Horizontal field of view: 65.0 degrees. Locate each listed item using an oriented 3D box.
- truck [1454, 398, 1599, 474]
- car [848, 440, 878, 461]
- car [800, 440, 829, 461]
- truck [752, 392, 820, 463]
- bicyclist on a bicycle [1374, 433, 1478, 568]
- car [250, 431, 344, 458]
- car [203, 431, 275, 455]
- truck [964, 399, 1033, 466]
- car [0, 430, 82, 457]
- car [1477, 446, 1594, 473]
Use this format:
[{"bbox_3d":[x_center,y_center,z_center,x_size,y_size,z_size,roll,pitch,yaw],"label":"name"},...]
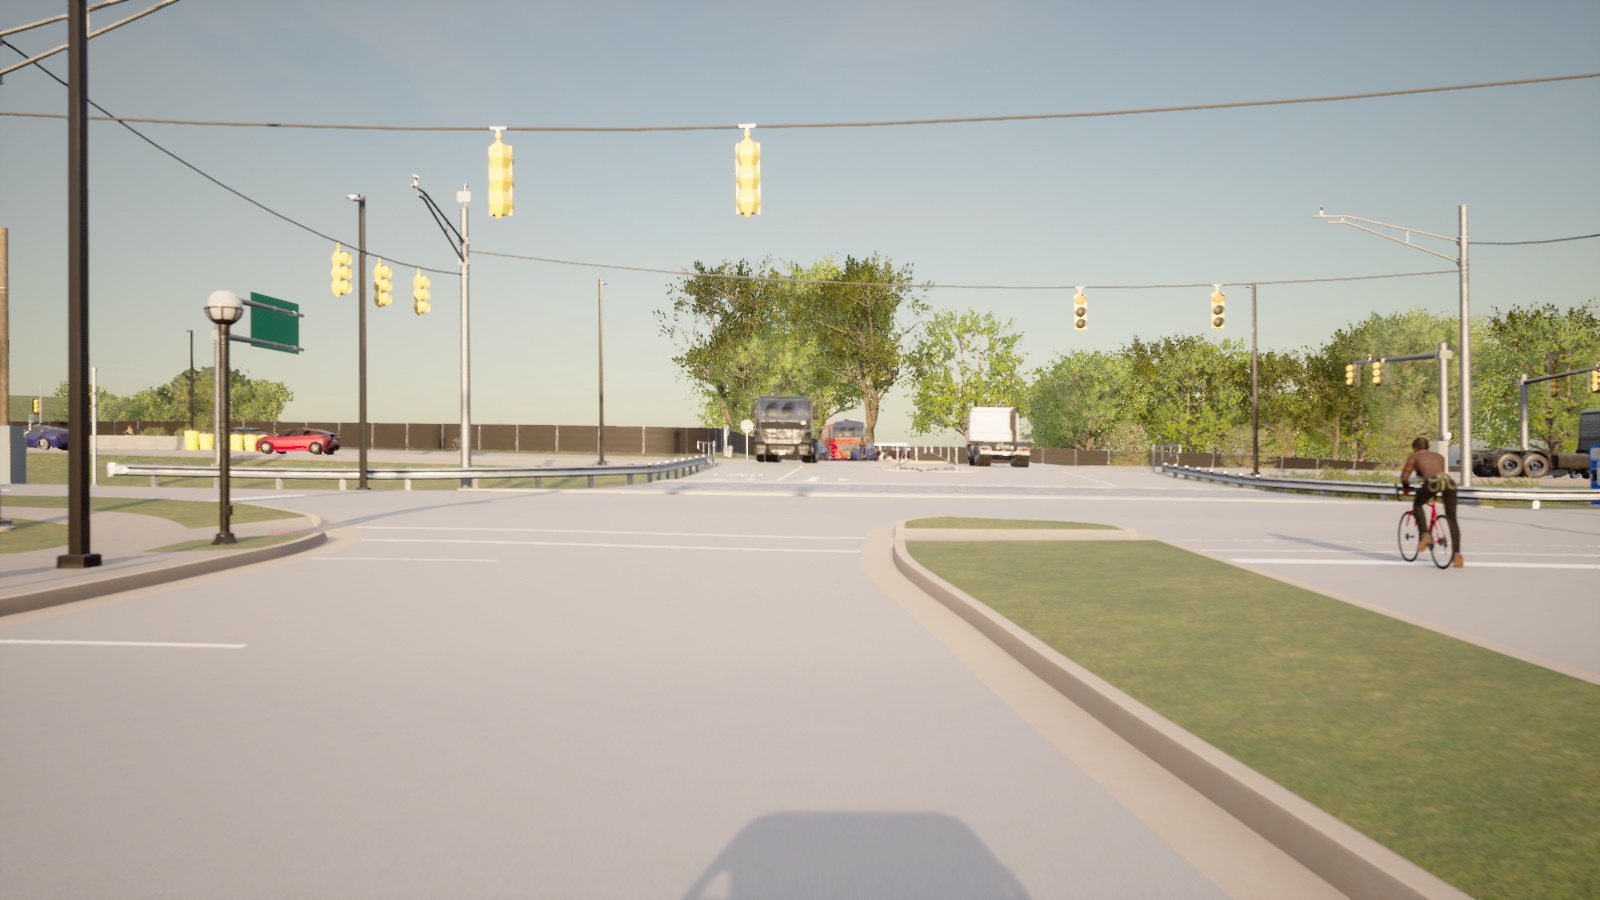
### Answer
[{"bbox_3d":[35.818,-0.643,59.608,7.936,3.462,2.891,1,0,4],"label":"truck"},{"bbox_3d":[4.749,0.071,93.419,2.163,1.488,4.792,0,-1,4],"label":"car"},{"bbox_3d":[1.063,0.055,90.642,1.812,1.442,4.674,0,-1,4],"label":"car"},{"bbox_3d":[-0.632,-1.065,65.631,2.891,3.462,7.936,1,-1,4],"label":"truck"},{"bbox_3d":[7.896,0.603,15.912,0.582,1.620,1.656,0,0,4],"label":"bicyclist on a bicycle"},{"bbox_3d":[-28.491,-0.303,71.219,4.514,1.525,2.007,0,0,4],"label":"car"},{"bbox_3d":[-39.846,-0.506,89.223,4.856,1.649,2.033,1,0,26],"label":"car"},{"bbox_3d":[10.907,-0.894,69.772,2.891,3.462,7.936,1,0,3],"label":"truck"},{"bbox_3d":[-44.361,-0.356,72.354,4.792,1.488,2.163,0,0,4],"label":"car"},{"bbox_3d":[36.870,0.467,63.035,4.718,1.301,1.895,1,0,4],"label":"car"}]
